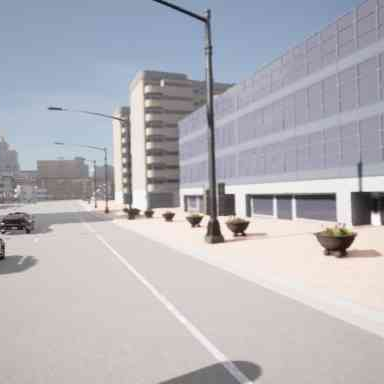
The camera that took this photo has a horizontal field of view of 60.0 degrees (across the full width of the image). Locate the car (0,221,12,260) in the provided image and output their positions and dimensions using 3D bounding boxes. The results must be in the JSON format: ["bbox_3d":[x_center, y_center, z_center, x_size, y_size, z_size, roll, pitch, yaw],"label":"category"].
[{"bbox_3d":[-7.960,1.996,11.754,1.994,1.385,4.181,-2,-1,-20],"label":"car"}]

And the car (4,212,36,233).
[{"bbox_3d":[-13.293,2.342,25.555,1.837,1.490,4.892,-2,-1,-21],"label":"car"}]
